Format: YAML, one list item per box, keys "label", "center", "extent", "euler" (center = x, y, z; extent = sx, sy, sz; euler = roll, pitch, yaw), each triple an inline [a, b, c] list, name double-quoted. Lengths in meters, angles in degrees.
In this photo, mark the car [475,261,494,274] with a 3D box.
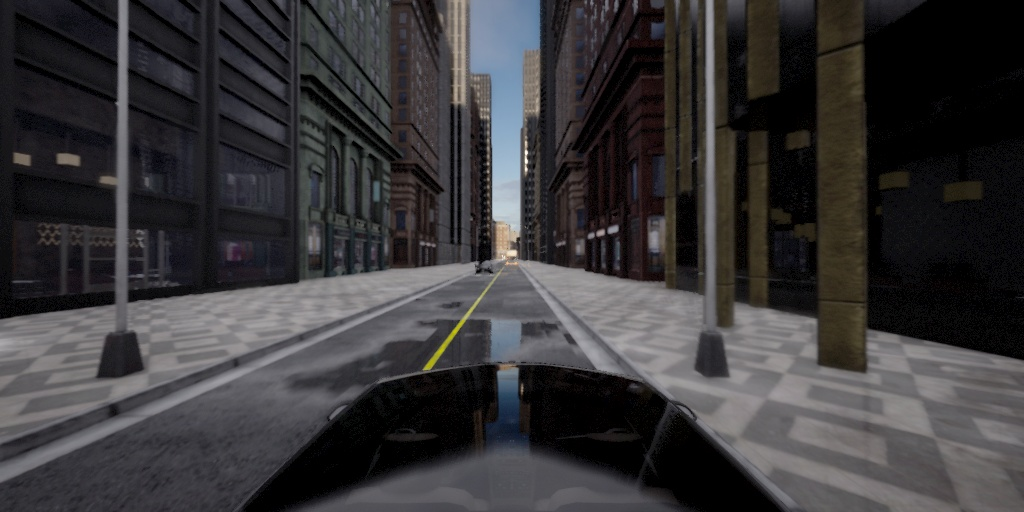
- label: "car"
  center: [-3.120, 1.308, 41.243]
  extent: [1.837, 1.490, 4.892]
  euler: [0, 0, 0]
